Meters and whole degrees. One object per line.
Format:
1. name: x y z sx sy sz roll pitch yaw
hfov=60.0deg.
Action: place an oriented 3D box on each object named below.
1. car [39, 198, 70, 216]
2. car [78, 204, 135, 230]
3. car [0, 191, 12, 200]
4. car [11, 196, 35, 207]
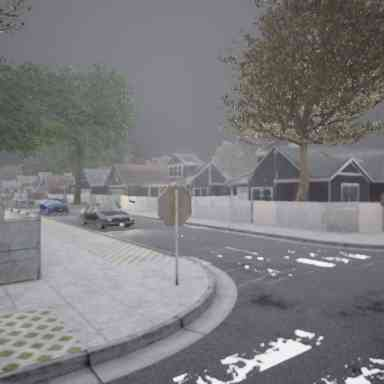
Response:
1. car: -12.969 1.306 31.150 1.882 1.535 5.008 0 0 -36
2. car: -5.498 1.439 20.802 2.033 1.411 5.357 0 0 -36
3. car: -43.774 1.102 78.646 2.128 1.511 4.902 0 0 -36
4. car: -22.320 1.156 44.252 1.895 1.301 4.718 0 0 -36
